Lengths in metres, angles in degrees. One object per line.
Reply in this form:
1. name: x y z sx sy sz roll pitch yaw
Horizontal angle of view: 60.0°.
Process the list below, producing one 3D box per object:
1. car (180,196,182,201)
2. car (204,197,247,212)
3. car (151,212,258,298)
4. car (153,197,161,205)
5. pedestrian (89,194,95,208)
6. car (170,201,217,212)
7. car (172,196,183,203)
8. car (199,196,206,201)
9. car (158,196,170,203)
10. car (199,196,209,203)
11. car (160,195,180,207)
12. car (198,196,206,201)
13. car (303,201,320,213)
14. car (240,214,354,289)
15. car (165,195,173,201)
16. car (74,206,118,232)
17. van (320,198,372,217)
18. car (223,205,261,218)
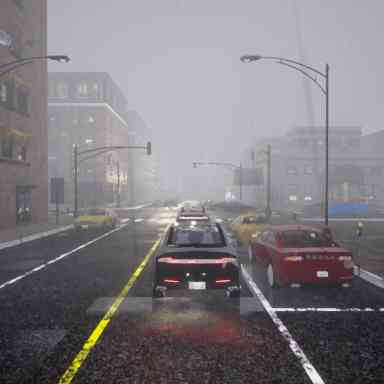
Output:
1. car: -3.192 1.531 62.790 2.128 1.511 4.902 0 0 0
2. car: 4.354 1.576 34.412 5.357 1.411 2.033 0 1 20
3. car: 0.084 1.491 8.486 2.128 1.511 4.902 0 0 0
4. car: -5.821 1.584 58.562 2.008 1.369 4.403 0 0 0
5. pedestrian: -12.721 1.083 42.276 0.375 1.860 0.375 0 0 -1
6. car: 0.061 1.494 18.855 2.128 1.511 4.902 0 0 0
7. car: -3.157 1.580 73.630 2.128 1.511 4.902 0 0 0
8. car: 2.571 1.466 52.895 1.967 1.590 4.097 0 0 0
9. car: -5.845 1.600 69.956 2.008 1.369 4.403 0 0 0
10. car: 2.535 1.601 69.986 2.008 1.369 4.403 0 0 0
11. car: -3.201 1.587 50.087 1.994 1.385 4.181 0 0 0
12. car: 2.499 1.629 87.076 2.008 1.369 4.403 -1 0 0
13. car: 14.585 1.599 37.005 4.181 1.385 1.994 0 0 -1
14. car: 2.666 1.545 9.030 1.887 1.381 4.507 0 0 0
15. car: -5.882 1.604 86.875 1.752 1.417 4.829 0 0 0
16. car: -5.739 1.529 20.240 1.752 1.417 4.829 0 0 0
17. van: 14.591 1.416 31.215 3.998 1.788 1.690 0 0 -1
18. car: 2.653 1.527 14.897 1.752 1.417 4.829 0 0 0
